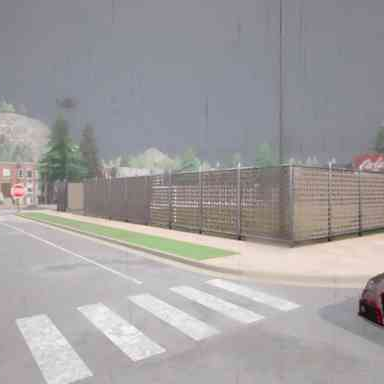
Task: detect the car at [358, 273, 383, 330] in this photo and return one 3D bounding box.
[{"bbox_3d":[4.840,1.571,5.477,4.181,1.385,1.994,0,0,-24],"label":"car"}]
